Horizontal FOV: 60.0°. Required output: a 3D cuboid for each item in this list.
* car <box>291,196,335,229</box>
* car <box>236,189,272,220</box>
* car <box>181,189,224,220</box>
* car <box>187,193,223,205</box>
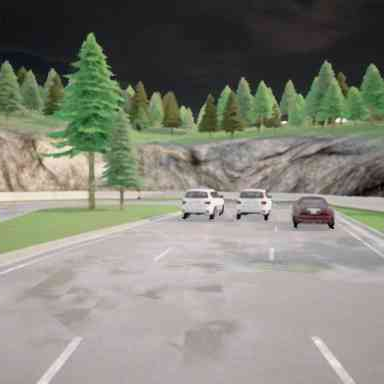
[{"bbox_3d":[6.914,1.025,19.387,2.097,1.767,4.553,0,1,15],"label":"car"},{"bbox_3d":[4.514,0.815,23.973,2.150,2.045,5.566,0,1,15],"label":"car"},{"bbox_3d":[0.895,0.813,23.993,2.150,2.045,5.566,0,1,15],"label":"car"},{"bbox_3d":[1.605,0.856,41.688,4.181,1.385,1.994,1,1,45],"label":"car"}]
